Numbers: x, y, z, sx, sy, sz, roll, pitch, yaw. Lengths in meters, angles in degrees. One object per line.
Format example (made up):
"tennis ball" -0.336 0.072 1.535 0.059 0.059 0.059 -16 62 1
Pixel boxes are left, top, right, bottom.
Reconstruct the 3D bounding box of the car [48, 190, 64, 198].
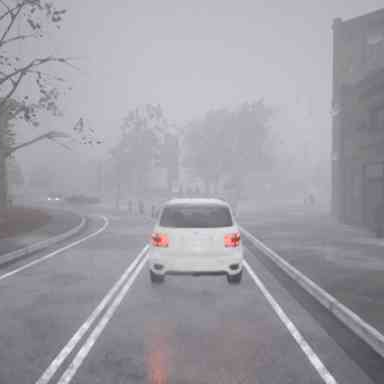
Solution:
"car" -23.487 0.373 58.114 1.994 1.385 4.181 0 2 1

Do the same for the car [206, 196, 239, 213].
"car" 3.114 1.172 32.680 1.895 1.301 4.718 1 2 23

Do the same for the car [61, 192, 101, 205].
"car" -13.796 0.903 41.866 4.718 1.301 1.895 1 2 31

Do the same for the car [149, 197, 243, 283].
"car" 0.091 1.163 9.601 2.150 2.045 5.566 0 1 0
